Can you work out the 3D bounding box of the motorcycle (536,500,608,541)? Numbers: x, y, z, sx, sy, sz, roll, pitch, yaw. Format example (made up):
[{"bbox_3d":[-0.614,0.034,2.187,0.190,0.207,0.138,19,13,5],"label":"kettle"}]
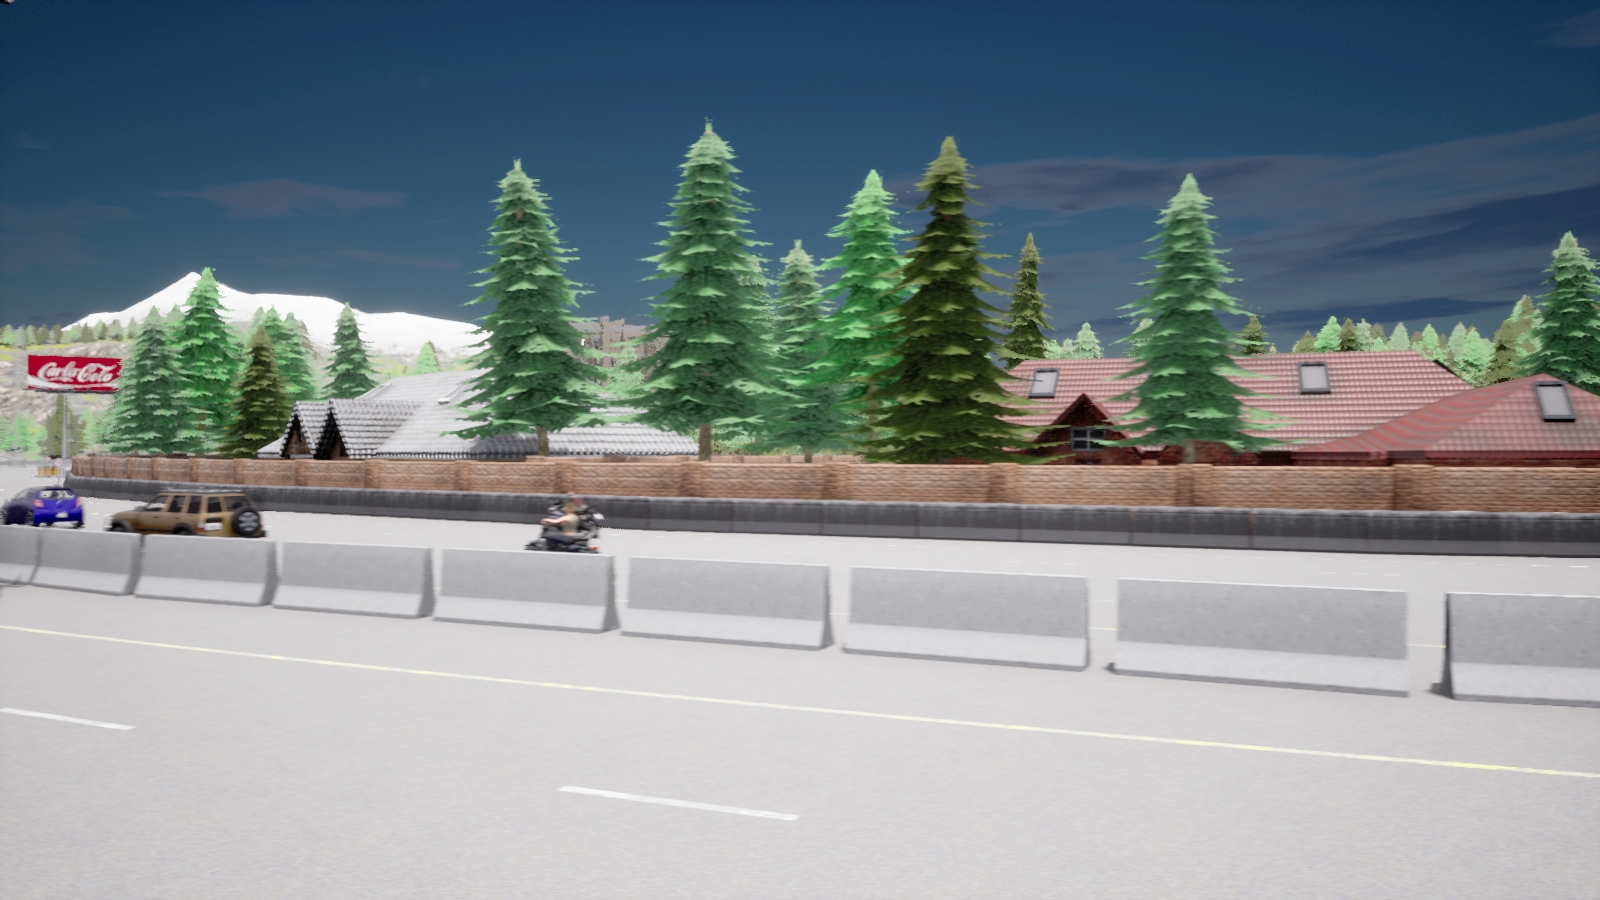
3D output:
[{"bbox_3d":[-7.406,2.264,37.070,2.209,1.251,0.867,0,-1,29],"label":"motorcycle"}]

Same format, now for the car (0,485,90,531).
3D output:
[{"bbox_3d":[-27.715,2.092,41.730,3.633,1.501,1.845,0,0,37],"label":"car"}]

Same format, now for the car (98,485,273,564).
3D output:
[{"bbox_3d":[-16.265,1.905,30.192,4.605,1.855,1.932,0,0,30],"label":"car"}]

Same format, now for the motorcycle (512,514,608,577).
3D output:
[{"bbox_3d":[-5.580,2.188,26.537,2.356,1.325,0.764,0,-1,34],"label":"motorcycle"}]
